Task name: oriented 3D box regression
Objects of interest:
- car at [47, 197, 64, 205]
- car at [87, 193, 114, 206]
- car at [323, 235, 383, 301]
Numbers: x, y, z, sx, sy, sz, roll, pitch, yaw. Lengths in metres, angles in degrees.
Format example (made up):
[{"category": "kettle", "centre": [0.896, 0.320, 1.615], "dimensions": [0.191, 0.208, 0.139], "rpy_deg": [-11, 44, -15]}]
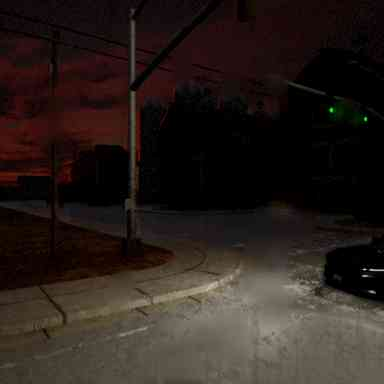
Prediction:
[{"category": "car", "centre": [-23.339, 1.537, 56.662], "dimensions": [1.994, 1.385, 4.181], "rpy_deg": [0, 0, -36]}, {"category": "car", "centre": [-13.807, 1.118, 50.592], "dimensions": [3.866, 1.878, 1.905], "rpy_deg": [-2, 5, 11]}, {"category": "car", "centre": [5.363, 1.464, 7.378], "dimensions": [5.008, 1.535, 1.882], "rpy_deg": [0, -1, -14]}]
